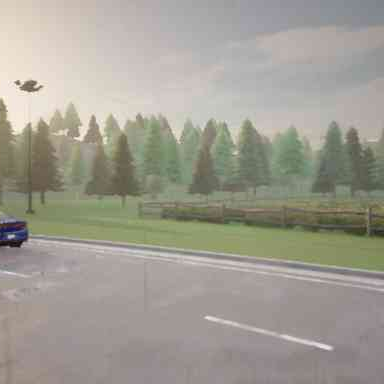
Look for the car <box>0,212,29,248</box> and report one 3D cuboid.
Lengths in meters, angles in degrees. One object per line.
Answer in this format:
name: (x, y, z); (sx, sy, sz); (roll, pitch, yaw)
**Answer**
car: (-8.562, 1.417, 12.916); (5.008, 1.535, 1.882); (0, 0, 28)
